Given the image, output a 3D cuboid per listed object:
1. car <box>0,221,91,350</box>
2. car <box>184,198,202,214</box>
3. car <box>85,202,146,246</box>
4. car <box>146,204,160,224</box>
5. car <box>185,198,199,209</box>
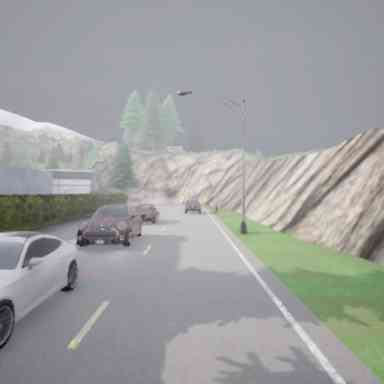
[{"bbox_3d":[-3.595,1.532,6.304,1.812,1.442,4.674,0,0,0],"label":"car"},{"bbox_3d":[0.107,1.602,36.656,2.033,1.411,5.357,0,0,0],"label":"car"},{"bbox_3d":[-3.590,1.373,15.261,2.097,1.767,4.553,0,0,0],"label":"car"},{"bbox_3d":[-3.575,1.600,25.166,1.994,1.385,4.181,0,0,1],"label":"car"},{"bbox_3d":[-0.059,1.598,47.956,1.812,1.442,4.674,0,0,-3],"label":"car"}]
